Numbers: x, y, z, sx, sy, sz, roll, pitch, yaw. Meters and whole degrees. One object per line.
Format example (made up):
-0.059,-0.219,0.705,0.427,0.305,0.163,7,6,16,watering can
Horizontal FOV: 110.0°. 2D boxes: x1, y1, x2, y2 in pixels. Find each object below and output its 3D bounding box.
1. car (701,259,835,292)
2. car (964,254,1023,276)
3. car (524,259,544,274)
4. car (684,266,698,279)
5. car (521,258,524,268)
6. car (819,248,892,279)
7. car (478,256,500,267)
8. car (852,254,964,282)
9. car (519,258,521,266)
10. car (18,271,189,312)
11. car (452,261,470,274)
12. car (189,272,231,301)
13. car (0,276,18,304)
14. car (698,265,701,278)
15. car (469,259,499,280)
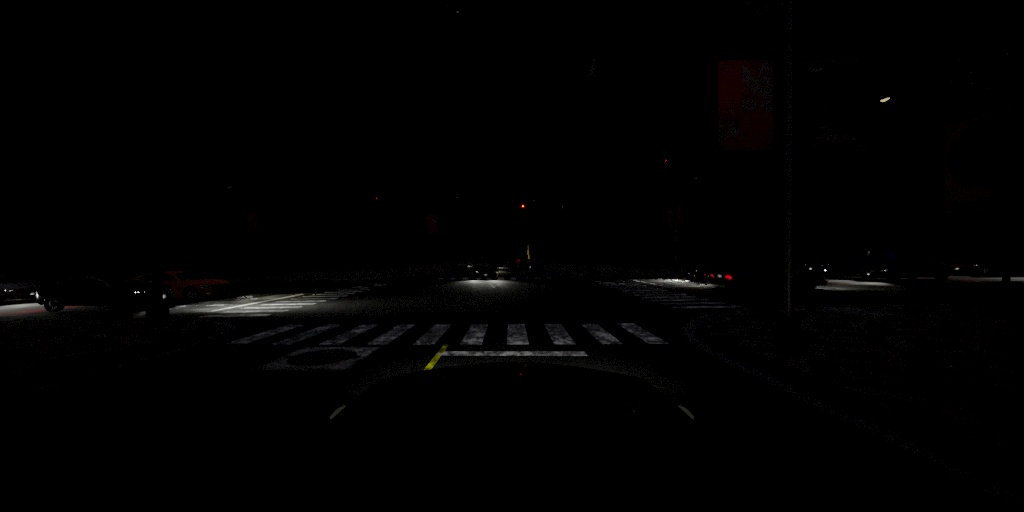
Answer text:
13.182,1.041,18.663,5.357,1.411,2.033,-1,0,-4,car
34.350,0.605,25.683,4.902,1.511,2.128,-1,0,0,car
2.726,1.305,41.122,2.007,1.370,4.403,0,0,0,car
14.654,1.020,25.657,4.181,1.385,1.994,-1,0,0,car
2.671,1.304,52.011,1.888,1.381,4.507,0,0,0,car
24.130,0.511,25.675,5.566,2.045,2.150,-1,0,0,car
-3.180,0.982,49.941,2.150,2.045,5.566,0,0,0,car
24.611,0.812,22.428,4.674,1.442,1.812,-1,0,0,car
2.644,1.312,57.455,2.007,1.370,4.403,0,0,0,car
-17.629,1.546,15.661,4.902,1.511,2.128,-1,0,2,car
-5.799,1.306,41.083,2.007,1.370,4.403,0,0,0,car
-17.652,1.528,18.905,5.008,1.535,1.882,-1,0,2,car
-27.627,1.763,18.884,4.674,1.442,1.812,-1,0,0,car
14.728,0.965,22.387,4.892,1.490,1.837,-1,0,2,car
-2.501,1.278,31.535,1.812,1.442,4.674,0,0,-9,car
